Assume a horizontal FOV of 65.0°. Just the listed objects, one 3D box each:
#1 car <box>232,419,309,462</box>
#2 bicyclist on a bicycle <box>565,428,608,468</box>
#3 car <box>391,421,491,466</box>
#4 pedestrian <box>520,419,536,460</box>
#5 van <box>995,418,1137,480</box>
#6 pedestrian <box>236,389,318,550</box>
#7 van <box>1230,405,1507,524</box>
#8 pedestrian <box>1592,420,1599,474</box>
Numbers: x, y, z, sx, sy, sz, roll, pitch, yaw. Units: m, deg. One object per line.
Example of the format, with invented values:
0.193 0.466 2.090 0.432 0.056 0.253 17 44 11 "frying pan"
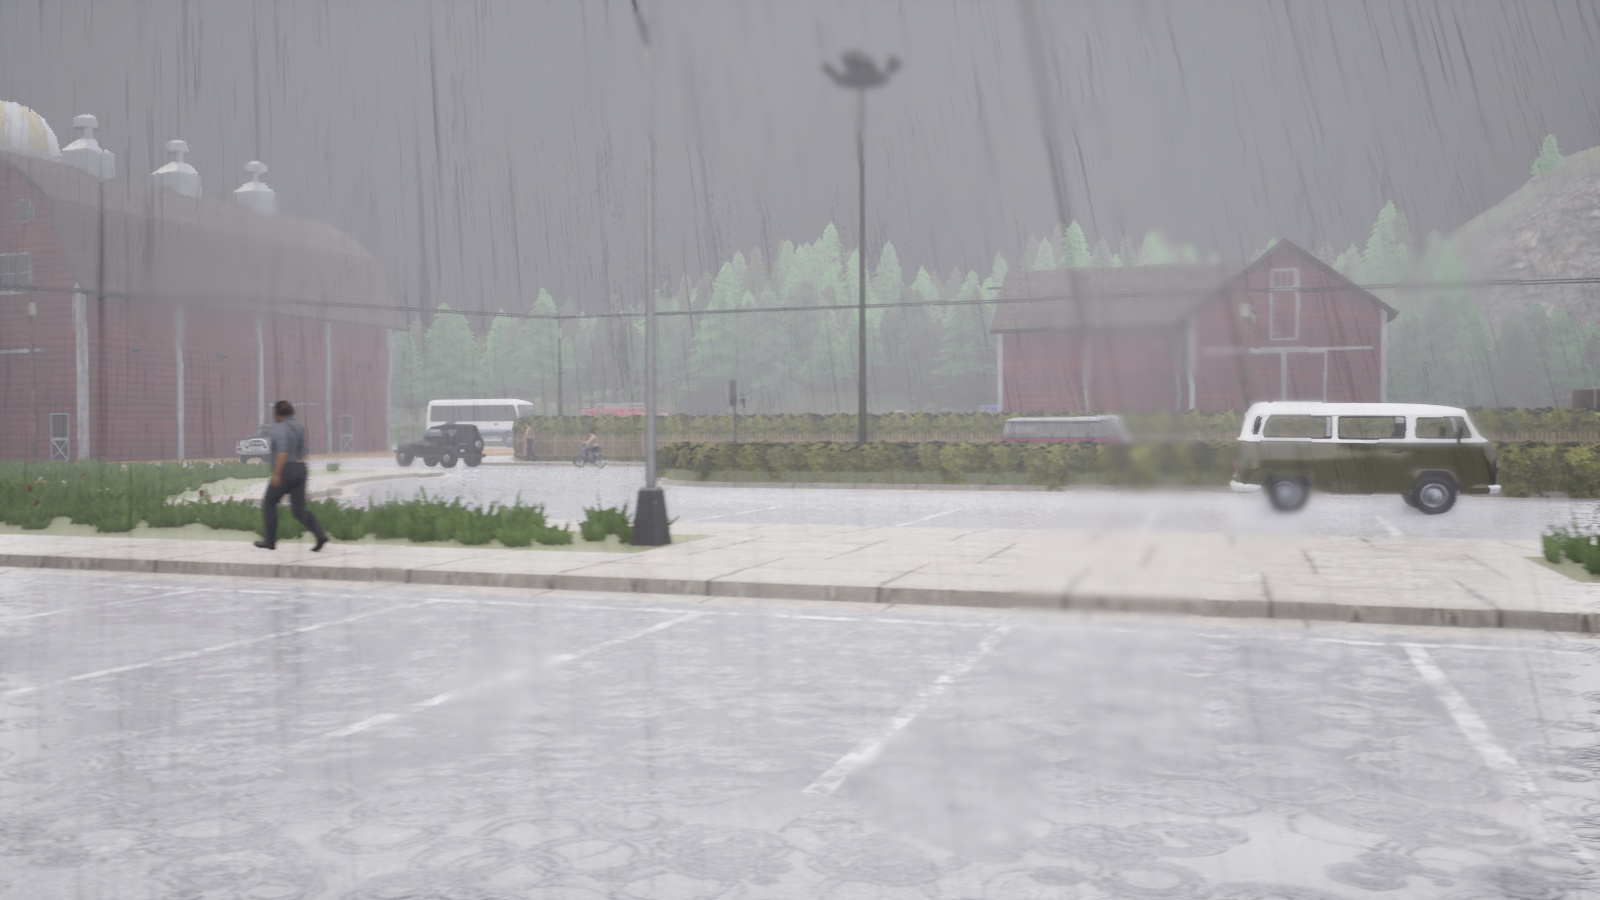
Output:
-24.659 -0.473 58.655 1.932 1.855 4.605 -1 1 -5 "car"
-8.862 -0.105 52.099 1.509 1.612 0.866 1 1 19 "bicyclist on a bicycle"
-15.638 -0.313 54.672 3.866 1.878 1.905 1 1 25 "car"
-12.445 -0.485 57.428 0.594 1.836 0.345 1 1 17 "pedestrian"
8.942 -0.062 42.155 4.442 1.987 1.775 1 1 19 "van"
-6.161 0.222 14.803 0.694 1.848 0.540 0 1 16 "pedestrian"
10.379 0.213 23.335 4.480 2.038 2.069 1 1 19 "van"
27.850 -0.106 43.271 0.849 1.883 0.563 1 1 21 "pedestrian"
